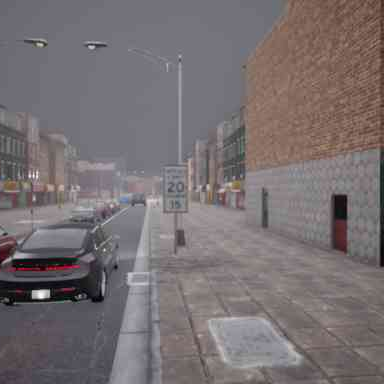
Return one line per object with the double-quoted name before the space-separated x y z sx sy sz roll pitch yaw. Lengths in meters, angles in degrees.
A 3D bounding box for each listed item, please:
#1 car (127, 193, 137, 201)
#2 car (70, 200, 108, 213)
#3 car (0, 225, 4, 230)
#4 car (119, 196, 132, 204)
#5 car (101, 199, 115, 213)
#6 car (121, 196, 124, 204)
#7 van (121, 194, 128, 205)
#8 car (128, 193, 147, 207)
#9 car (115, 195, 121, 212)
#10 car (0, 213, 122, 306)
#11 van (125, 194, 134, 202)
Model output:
"car" -14.894 1.251 82.789 2.192 1.841 5.009 0 0 -7
"car" -7.472 1.528 23.478 2.008 1.369 4.403 0 0 -7
"car" -5.450 1.439 7.303 1.967 1.590 4.097 0 0 -7
"car" -12.194 1.508 61.221 1.947 1.339 4.313 0 0 -7
"car" -8.147 1.515 28.870 1.887 1.381 4.507 0 0 -7
"car" -9.475 1.484 39.485 1.752 1.417 4.829 0 0 -7
"van" -11.521 1.287 55.829 1.690 1.788 3.998 0 0 -7
"car" -8.211 1.167 51.454 2.150 2.045 5.566 0 0 -7
"car" -8.822 1.404 34.262 1.967 1.590 4.097 0 0 -7
"car" -2.886 1.498 8.096 1.837 1.490 4.892 0 0 -7
"van" -13.544 1.279 72.005 1.690 1.788 3.998 0 0 -7
